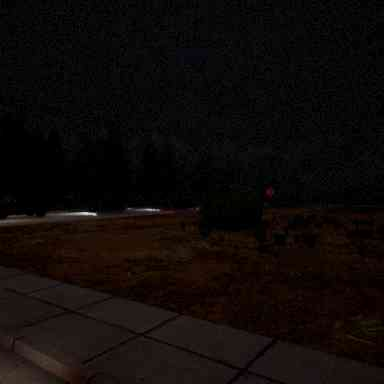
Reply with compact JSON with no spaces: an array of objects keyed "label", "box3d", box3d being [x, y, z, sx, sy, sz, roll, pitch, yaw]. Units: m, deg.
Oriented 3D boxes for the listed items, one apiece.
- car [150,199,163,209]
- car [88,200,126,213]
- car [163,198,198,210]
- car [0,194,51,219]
[{"label":"car","box3d":[-3.375,1.574,46.056,2.033,1.411,5.357,0,0,37]},{"label":"car","box3d":[-9.573,1.590,37.673,1.994,1.385,4.181,0,0,37]},{"label":"car","box3d":[-1.141,1.530,42.878,1.837,1.490,4.892,0,0,36]},{"label":"car","box3d":[-15.468,1.248,29.695,2.150,2.045,5.566,0,0,36]}]
